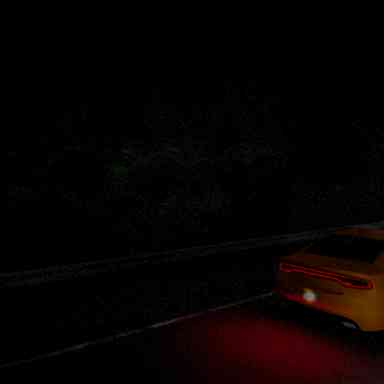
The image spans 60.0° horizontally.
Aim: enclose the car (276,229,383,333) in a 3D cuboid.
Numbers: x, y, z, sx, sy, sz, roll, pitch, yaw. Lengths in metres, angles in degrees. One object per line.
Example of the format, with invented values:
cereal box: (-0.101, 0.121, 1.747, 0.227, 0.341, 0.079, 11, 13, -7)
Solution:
car: (3.807, 1.484, 6.715, 5.008, 1.535, 1.882, 0, 0, -37)
